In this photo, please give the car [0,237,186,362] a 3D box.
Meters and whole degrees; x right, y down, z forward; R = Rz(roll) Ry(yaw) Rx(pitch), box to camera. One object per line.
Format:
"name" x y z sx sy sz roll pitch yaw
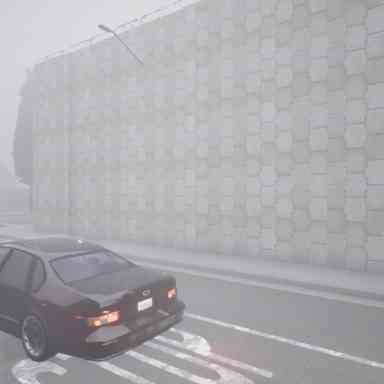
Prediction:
"car" -2.676 1.547 5.890 5.357 1.411 2.033 0 0 35
